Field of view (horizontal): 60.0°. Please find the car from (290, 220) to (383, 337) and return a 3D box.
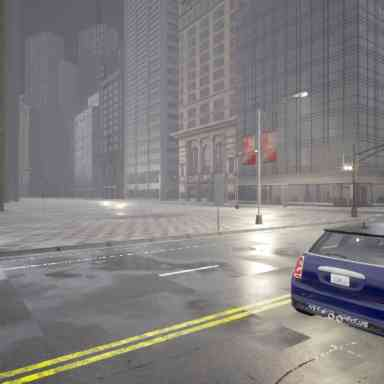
[{"bbox_3d":[3.974,1.352,6.293,4.553,1.767,2.097,0,0,-36],"label":"car"}]
